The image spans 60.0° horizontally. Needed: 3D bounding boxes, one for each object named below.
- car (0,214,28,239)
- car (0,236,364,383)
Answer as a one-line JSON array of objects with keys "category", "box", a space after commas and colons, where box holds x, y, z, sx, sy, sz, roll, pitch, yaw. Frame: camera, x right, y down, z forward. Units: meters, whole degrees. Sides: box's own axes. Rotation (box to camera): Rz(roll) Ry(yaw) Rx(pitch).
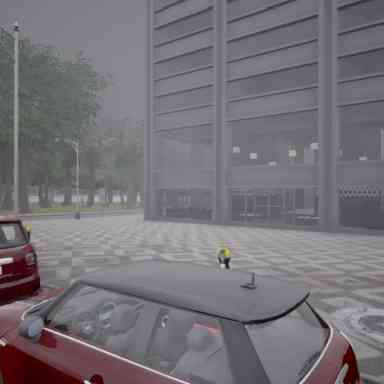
[{"category": "car", "box": [-5.013, 1.316, 6.527, 5.009, 1.841, 2.192, 0, 0, 35]}, {"category": "car", "box": [-0.582, 1.440, 3.375, 4.097, 1.590, 1.967, 0, 0, 35]}]
